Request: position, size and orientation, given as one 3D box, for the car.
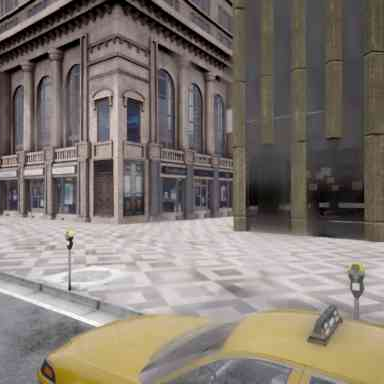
[{"bbox_3d":[0.718,1.525,2.462,4.829,1.417,1.752,0,0,36],"label":"car"}]
